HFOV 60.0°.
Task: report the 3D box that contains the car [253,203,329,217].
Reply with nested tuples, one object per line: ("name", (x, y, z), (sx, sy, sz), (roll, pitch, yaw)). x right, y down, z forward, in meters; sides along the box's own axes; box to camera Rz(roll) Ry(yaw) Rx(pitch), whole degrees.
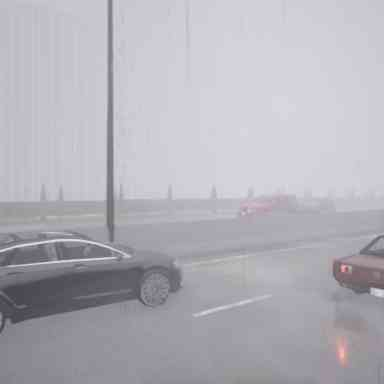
("car", (6.458, 1.598, 21.481), (4.718, 1.301, 1.895), (0, 0, -35))

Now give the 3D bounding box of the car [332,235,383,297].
("car", (5.313, 1.600, 7.529), (4.718, 1.301, 1.895), (0, 0, -35))

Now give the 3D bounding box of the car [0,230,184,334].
("car", (-2.430, 1.490, 6.301), (4.902, 1.511, 2.128), (0, 0, -36))

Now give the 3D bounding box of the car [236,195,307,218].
("car", (5.924, 1.218, 25.397), (5.566, 2.045, 2.150), (0, 0, -35))

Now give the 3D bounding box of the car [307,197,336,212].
("car", (13.031, 1.348, 34.745), (4.553, 1.767, 2.097), (0, 0, -35))
